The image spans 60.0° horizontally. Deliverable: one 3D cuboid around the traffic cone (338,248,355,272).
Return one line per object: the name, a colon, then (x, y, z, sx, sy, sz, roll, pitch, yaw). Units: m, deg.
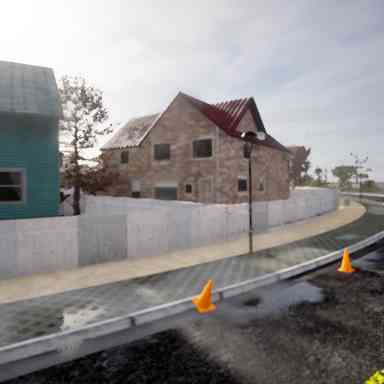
traffic cone: (4.127, 1.801, 8.889, 0.340, 0.580, 0.340, -2, 1, -43)
